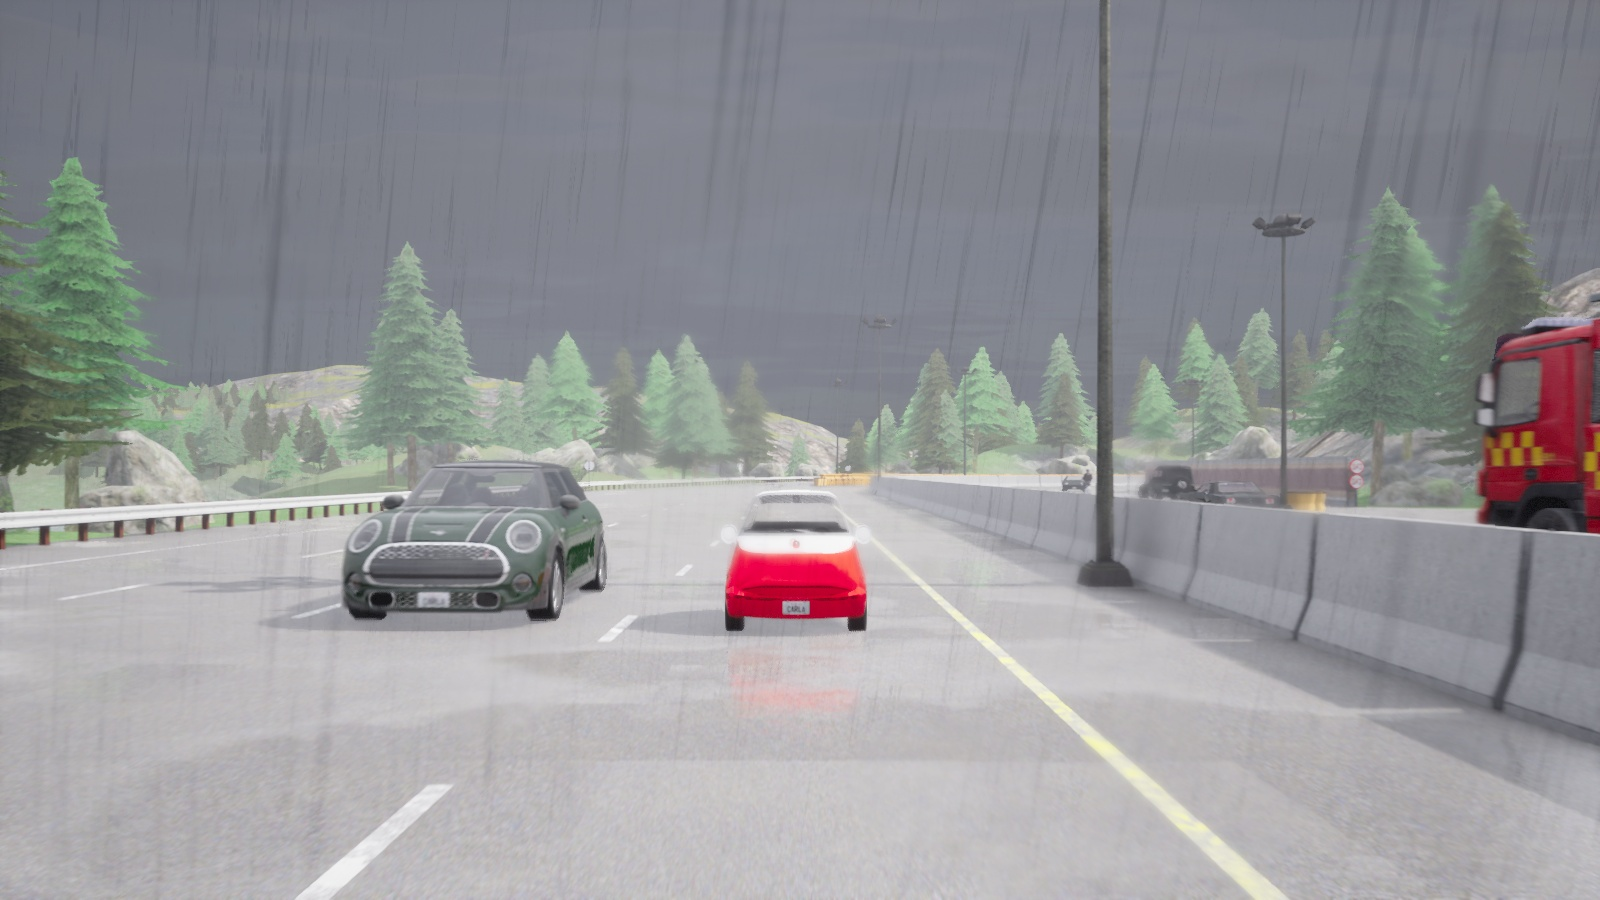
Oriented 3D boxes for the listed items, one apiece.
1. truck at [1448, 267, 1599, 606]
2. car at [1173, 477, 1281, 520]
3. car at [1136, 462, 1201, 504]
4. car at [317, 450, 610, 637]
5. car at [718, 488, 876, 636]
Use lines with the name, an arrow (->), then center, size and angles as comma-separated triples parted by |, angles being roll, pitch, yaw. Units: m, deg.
truck -> 10.465, -0.171, 13.185 | 2.891, 3.827, 8.468 | 0, -1, 0
car -> 13.887, 1.548, 41.153 | 1.895, 1.301, 4.718 | 0, -1, 0
car -> 17.294, 1.532, 59.162 | 1.905, 1.878, 3.866 | 0, -1, 0
car -> -3.534, 0.925, 14.190 | 2.097, 1.767, 4.553 | 0, -1, 0
car -> -0.030, 1.086, 12.942 | 1.481, 1.376, 2.207 | 0, -1, 0
